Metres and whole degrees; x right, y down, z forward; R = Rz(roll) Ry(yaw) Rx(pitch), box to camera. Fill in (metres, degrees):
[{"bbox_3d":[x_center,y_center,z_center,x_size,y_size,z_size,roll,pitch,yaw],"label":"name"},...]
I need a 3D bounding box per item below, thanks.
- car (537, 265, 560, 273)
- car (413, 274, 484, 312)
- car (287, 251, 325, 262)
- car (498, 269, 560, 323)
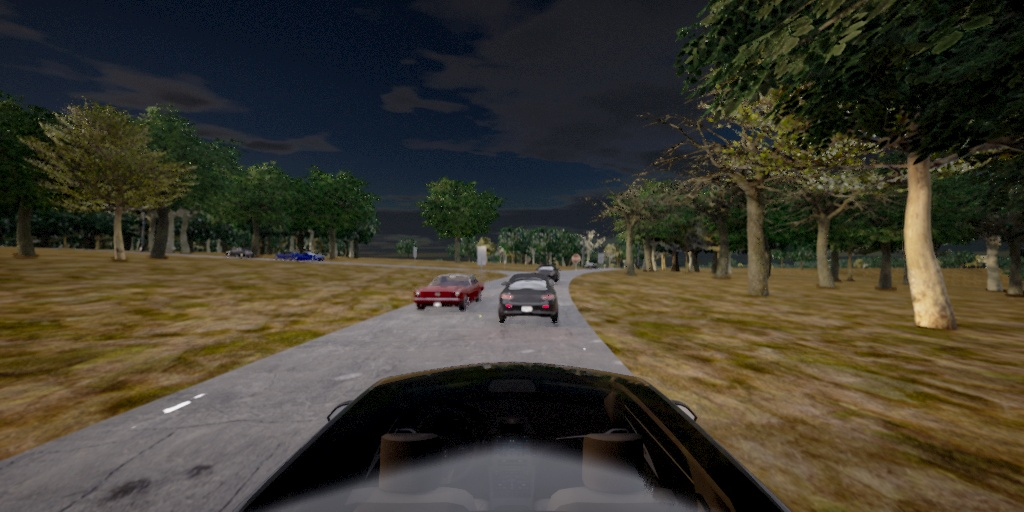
[{"bbox_3d":[2.874,1.424,29.104,1.812,1.442,4.674,0,0,11],"label":"car"},{"bbox_3d":[-2.439,1.428,14.865,1.895,1.301,4.718,0,0,6],"label":"car"},{"bbox_3d":[-30.563,0.106,53.900,5.008,1.535,1.882,2,-1,15],"label":"car"},{"bbox_3d":[0.602,1.332,12.352,1.812,1.442,4.674,0,0,4],"label":"car"}]
